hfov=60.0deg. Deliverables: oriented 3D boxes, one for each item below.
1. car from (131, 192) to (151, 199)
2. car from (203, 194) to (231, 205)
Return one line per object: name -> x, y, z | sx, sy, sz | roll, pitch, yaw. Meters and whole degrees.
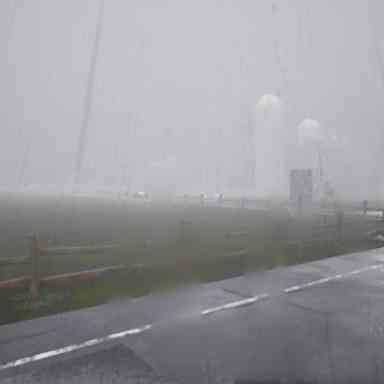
car -> -9.631, 0.614, 62.516 | 2.033, 1.411, 5.357 | -1, 1, -36
car -> 3.237, 0.950, 44.572 | 1.812, 1.442, 4.674 | -1, 2, -36
